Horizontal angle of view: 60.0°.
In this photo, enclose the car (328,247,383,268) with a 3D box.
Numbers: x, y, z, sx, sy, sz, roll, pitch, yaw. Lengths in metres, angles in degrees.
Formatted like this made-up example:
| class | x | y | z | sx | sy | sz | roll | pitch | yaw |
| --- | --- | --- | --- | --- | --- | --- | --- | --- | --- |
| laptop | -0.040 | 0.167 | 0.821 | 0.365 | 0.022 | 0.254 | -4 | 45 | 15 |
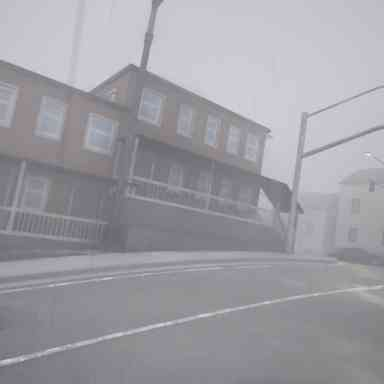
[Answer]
| class | x | y | z | sx | sy | sz | roll | pitch | yaw |
| --- | --- | --- | --- | --- | --- | --- | --- | --- | --- |
| car | 12.818 | 4.970 | 25.194 | 1.837 | 1.490 | 4.892 | 14 | -15 | -36 |
